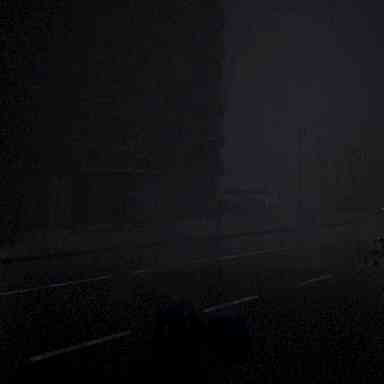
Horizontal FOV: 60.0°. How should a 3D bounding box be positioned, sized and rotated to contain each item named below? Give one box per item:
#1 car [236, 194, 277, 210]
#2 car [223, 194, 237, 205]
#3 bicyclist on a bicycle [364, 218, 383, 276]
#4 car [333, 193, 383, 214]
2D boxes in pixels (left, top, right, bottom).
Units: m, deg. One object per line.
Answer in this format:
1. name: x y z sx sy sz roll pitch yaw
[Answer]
1. car: 8.101 1.297 40.688 2.097 1.767 4.553 0 0 -38
2. car: 6.825 1.165 47.933 2.150 2.045 5.566 0 0 -40
3. bicyclist on a bicycle: 5.283 1.455 8.613 0.582 1.620 1.656 0 -2 -37
4. car: 17.452 1.168 34.309 2.150 2.045 5.566 0 0 -37
